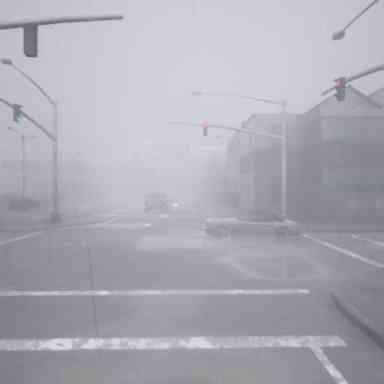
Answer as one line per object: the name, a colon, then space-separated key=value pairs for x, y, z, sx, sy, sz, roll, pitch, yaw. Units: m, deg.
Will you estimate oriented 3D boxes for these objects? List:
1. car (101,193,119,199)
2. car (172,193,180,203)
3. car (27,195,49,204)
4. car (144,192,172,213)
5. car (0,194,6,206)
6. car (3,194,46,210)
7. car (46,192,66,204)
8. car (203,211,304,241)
car: x=-22.172 y=1.154 z=89.696 sx=4.611 sy=1.667 sz=2.242 roll=0 pitch=0 yaw=0
car: x=-3.514 y=1.267 z=57.835 sx=1.895 sy=1.301 sz=4.718 roll=0 pitch=0 yaw=0
car: x=-25.953 y=1.227 z=56.296 sx=1.970 sy=1.475 sz=3.806 roll=0 pitch=0 yaw=0
car: x=-3.599 y=1.020 z=34.667 sx=2.150 sy=2.045 sz=5.566 roll=0 pitch=0 yaw=0
car: x=-25.892 y=1.012 z=47.816 sx=1.932 sy=1.855 sz=4.605 roll=0 pitch=0 yaw=0
car: x=-18.923 y=1.271 z=37.825 sx=2.007 sy=1.523 sz=4.514 roll=0 pitch=0 yaw=0
car: x=-22.626 y=0.947 z=55.692 sx=1.905 sy=1.878 sz=3.866 roll=0 pitch=0 yaw=0
car: x=2.876 y=1.597 z=16.341 sx=4.718 sy=1.301 sz=1.895 roll=1 pitch=1 yaw=0
